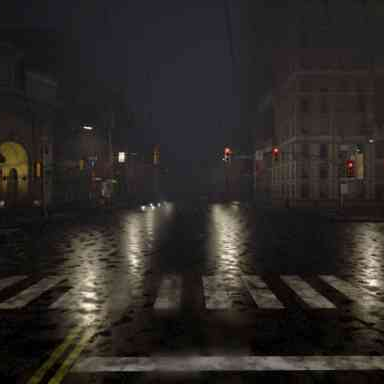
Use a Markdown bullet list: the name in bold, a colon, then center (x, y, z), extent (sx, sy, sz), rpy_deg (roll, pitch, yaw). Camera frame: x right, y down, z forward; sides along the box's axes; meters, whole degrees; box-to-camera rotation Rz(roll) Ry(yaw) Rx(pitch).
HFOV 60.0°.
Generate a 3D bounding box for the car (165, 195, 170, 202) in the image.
- **car**: center (-6.352, 1.478, 76.621), extent (1.882, 1.535, 5.008), rpy_deg (0, 0, 7)

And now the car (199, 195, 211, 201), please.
- **car**: center (3.287, 1.524, 85.339), extent (1.812, 1.442, 4.674), rpy_deg (0, 0, 22)

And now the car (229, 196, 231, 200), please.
- **car**: center (8.234, 1.466, 94.330), extent (1.882, 1.535, 5.008), rpy_deg (0, 0, 38)

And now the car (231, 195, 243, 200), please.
- **car**: center (12.455, 1.500, 94.111), extent (1.837, 1.490, 4.892), rpy_deg (0, 0, 41)

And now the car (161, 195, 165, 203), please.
- **car**: center (-7.009, 1.505, 66.178), extent (1.837, 1.490, 4.892), rpy_deg (0, 0, 1)

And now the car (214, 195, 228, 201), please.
- **car**: center (7.088, 1.525, 85.317), extent (2.128, 1.511, 4.902), rpy_deg (0, 0, 25)

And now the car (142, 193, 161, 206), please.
- **car**: center (-7.076, 1.221, 56.486), extent (2.150, 2.045, 5.566), rpy_deg (0, 0, 0)
